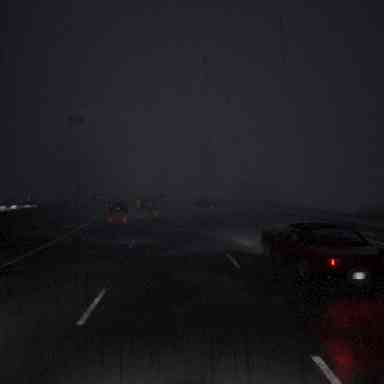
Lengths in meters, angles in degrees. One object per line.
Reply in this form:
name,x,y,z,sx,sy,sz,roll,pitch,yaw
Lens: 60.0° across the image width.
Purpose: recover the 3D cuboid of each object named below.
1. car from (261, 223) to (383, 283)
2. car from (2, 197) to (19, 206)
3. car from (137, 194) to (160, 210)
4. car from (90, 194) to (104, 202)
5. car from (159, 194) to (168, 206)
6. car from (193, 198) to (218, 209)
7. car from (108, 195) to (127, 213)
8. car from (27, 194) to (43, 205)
car,3.488,1.544,9.535,1.895,1.301,4.718,0,0,-5
car,-28.307,1.419,51.979,1.895,1.301,4.718,0,0,-22
car,-5.484,1.296,39.843,1.882,1.535,5.008,0,0,-16
car,-18.608,1.216,65.048,2.128,1.511,4.902,0,0,-27
car,-5.099,1.119,50.342,2.097,1.767,4.553,0,0,-19
car,1.624,1.393,41.454,1.895,1.301,4.718,0,0,-16
car,-7.666,1.377,34.228,1.812,1.442,4.674,0,0,-14
car,-25.240,1.154,53.646,2.097,1.767,4.553,0,0,-22
